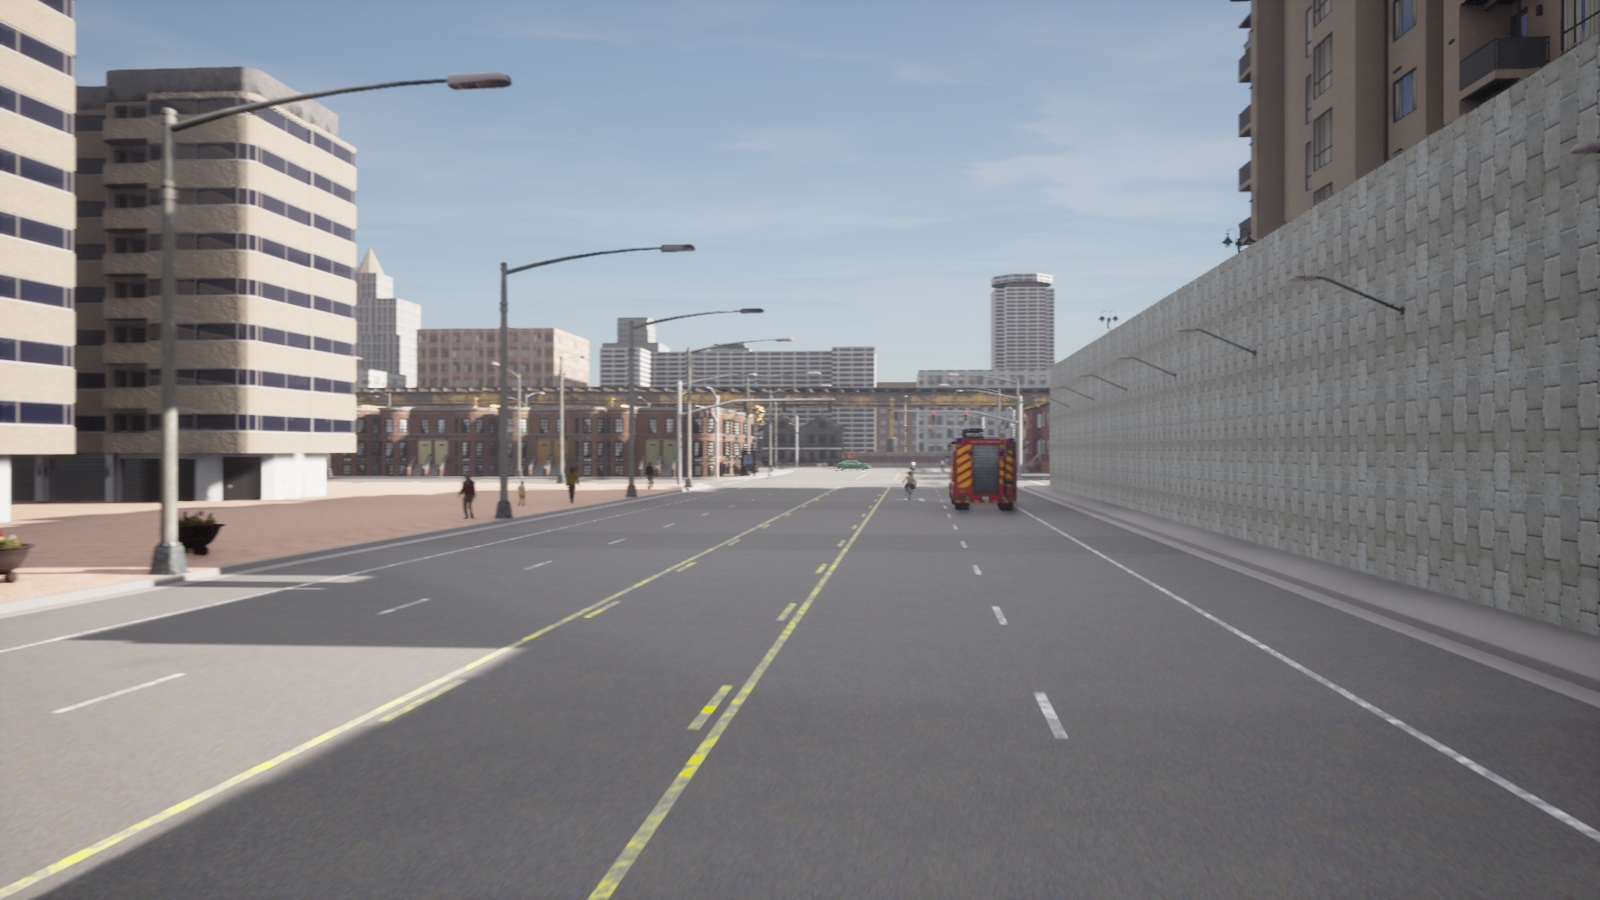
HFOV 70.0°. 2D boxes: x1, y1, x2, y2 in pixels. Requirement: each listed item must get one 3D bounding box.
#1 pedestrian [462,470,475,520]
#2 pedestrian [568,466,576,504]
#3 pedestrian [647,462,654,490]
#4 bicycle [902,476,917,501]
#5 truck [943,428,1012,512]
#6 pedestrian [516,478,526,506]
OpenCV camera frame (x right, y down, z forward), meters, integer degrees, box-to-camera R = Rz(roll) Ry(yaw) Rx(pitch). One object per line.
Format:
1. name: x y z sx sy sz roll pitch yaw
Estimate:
1. pedestrian: -12.514 1.692 43.118 0.375 1.860 0.375 0 0 6
2. pedestrian: -11.072 1.692 55.406 0.375 1.860 0.375 0 0 -9
3. pedestrian: -9.910 1.694 75.521 0.375 1.860 0.375 0 0 9
4. bicycle: 6.137 2.147 63.997 0.859 1.301 1.487 0 0 6
5. truck: 8.651 0.896 56.452 2.891 3.827 8.468 0 0 6
6. pedestrian: -13.114 1.983 53.793 0.375 1.300 0.375 0 0 1
